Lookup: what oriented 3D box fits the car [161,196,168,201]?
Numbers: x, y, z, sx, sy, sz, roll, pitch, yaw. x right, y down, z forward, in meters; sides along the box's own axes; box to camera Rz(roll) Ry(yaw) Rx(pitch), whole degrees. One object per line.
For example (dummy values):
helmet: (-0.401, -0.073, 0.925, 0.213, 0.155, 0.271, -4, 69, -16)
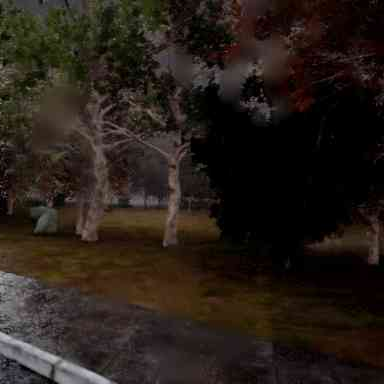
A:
car: (-6.221, 1.692, 95.120, 2.435, 2.045, 5.566, 5, 1, 40)
